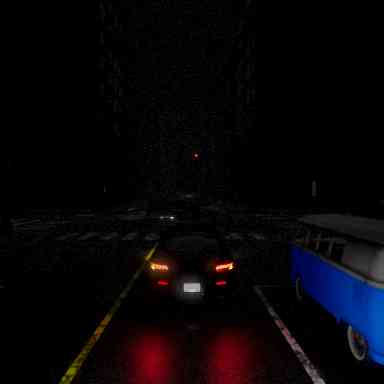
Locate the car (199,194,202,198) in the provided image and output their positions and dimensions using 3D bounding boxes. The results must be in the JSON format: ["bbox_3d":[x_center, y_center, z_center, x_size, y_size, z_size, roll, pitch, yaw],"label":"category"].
[{"bbox_3d":[2.580,1.428,50.212,1.967,1.590,4.097,0,0,-1],"label":"car"}]

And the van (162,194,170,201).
[{"bbox_3d":[-6.391,1.300,83.248,1.690,1.788,3.998,0,0,-1],"label":"van"}]

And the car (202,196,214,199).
[{"bbox_3d":[2.653,1.516,44.857,1.752,1.417,4.829,0,0,-1],"label":"car"}]

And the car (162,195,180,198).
[{"bbox_3d":[-3.425,1.550,54.662,1.994,1.385,4.181,0,0,-1],"label":"car"}]

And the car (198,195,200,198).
[{"bbox_3d":[2.506,1.536,55.737,2.008,1.369,4.403,0,0,-1],"label":"car"}]

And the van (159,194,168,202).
[{"bbox_3d":[-6.244,1.312,72.198,1.690,1.788,3.998,0,0,-1],"label":"van"}]

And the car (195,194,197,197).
[{"bbox_3d":[2.281,1.522,72.314,2.008,1.369,4.403,0,0,-1],"label":"car"}]

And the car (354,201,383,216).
[{"bbox_3d":[18.506,1.581,32.177,4.718,1.301,1.895,0,0,-1],"label":"car"}]

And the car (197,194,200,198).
[{"bbox_3d":[2.431,1.547,61.263,1.947,1.339,4.313,0,0,-1],"label":"car"}]

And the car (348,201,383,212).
[{"bbox_3d":[15.949,1.516,28.897,4.674,1.442,1.812,0,0,-1],"label":"car"}]

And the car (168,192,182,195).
[{"bbox_3d":[-3.516,1.332,64.686,2.097,1.767,4.553,0,0,0],"label":"car"}]

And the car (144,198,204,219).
[{"bbox_3d":[-1.695,1.499,28.695,4.892,1.490,1.837,0,0,-1],"label":"car"}]

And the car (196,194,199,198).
[{"bbox_3d":[2.356,1.521,66.789,1.887,1.381,4.507,0,0,-1],"label":"car"}]

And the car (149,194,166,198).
[{"bbox_3d":[-6.020,1.300,55.622,2.192,1.841,5.009,0,0,-1],"label":"car"}]

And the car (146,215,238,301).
[{"bbox_3d":[0.001,1.525,8.175,1.812,1.442,4.674,0,0,0],"label":"car"}]

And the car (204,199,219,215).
[{"bbox_3d":[0.094,1.588,31.963,4.718,1.301,1.895,0,0,-1],"label":"car"}]

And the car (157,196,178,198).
[{"bbox_3d":[-3.299,1.592,44.706,1.895,1.301,4.718,0,0,-1],"label":"car"}]

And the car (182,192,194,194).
[{"bbox_3d":[-0.737,1.077,84.243,2.150,2.045,5.566,0,0,-1],"label":"car"}]

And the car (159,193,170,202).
[{"bbox_3d":[-6.319,1.280,77.724,2.192,1.841,5.009,0,0,-1],"label":"car"}]

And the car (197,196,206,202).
[{"bbox_3d":[2.206,1.547,77.839,1.802,1.307,4.206,0,0,-1],"label":"car"}]

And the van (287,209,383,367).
[{"bbox_3d":[2.855,1.341,5.497,1.690,1.788,3.998,0,0,0],"label":"van"}]

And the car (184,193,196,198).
[{"bbox_3d":[-0.603,1.562,74.243,1.895,1.301,4.718,0,0,-1],"label":"car"}]
